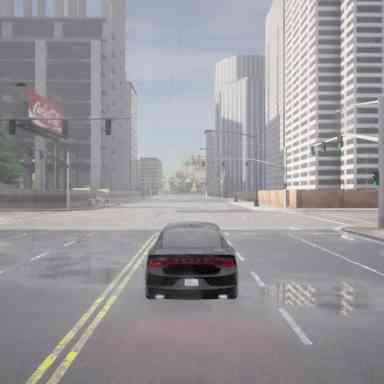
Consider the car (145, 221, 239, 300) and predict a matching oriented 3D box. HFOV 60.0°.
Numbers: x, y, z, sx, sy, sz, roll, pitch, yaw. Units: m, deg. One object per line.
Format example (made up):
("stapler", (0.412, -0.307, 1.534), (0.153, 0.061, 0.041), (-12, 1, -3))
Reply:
("car", (-0.003, 1.478, 8.464), (1.882, 1.535, 5.008), (0, 0, 0))
